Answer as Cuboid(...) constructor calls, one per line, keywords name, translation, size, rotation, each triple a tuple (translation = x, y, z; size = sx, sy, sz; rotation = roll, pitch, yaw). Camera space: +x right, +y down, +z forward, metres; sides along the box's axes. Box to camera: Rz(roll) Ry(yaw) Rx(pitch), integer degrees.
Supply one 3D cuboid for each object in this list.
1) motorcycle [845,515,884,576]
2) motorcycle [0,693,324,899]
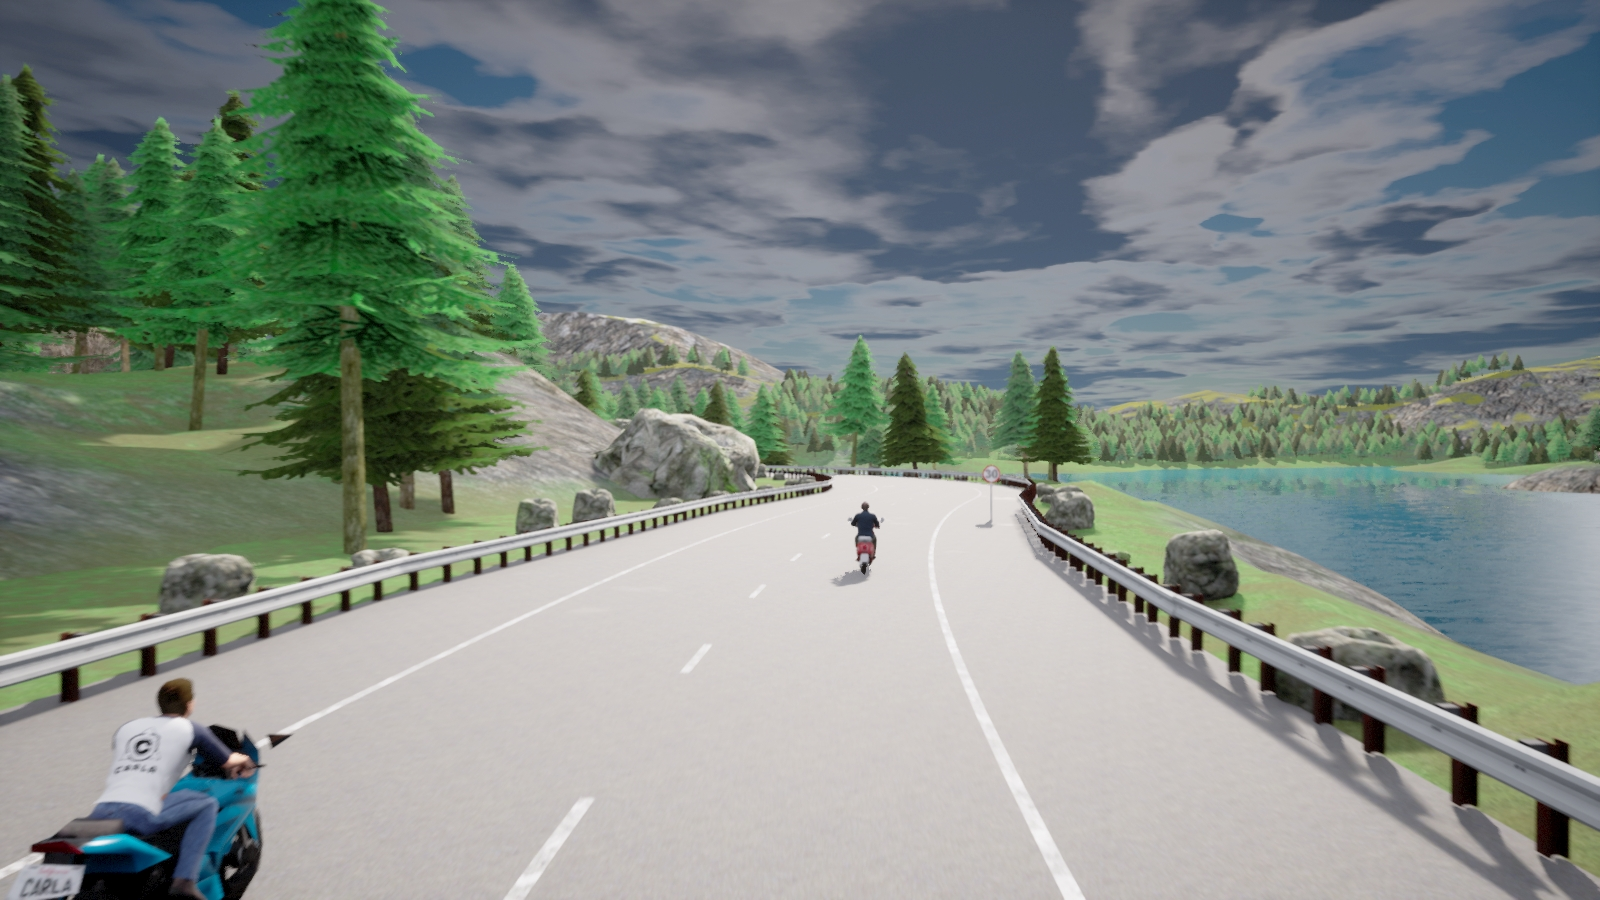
Cuboid(name="motorcycle", translation=(1.512, 2.182, 26.420), size=(0.856, 1.236, 1.805), rotation=(0, 0, 5))
Cuboid(name="motorcycle", translation=(-3.494, 2.176, 6.339), size=(0.803, 1.217, 2.033), rotation=(0, 0, 2))
